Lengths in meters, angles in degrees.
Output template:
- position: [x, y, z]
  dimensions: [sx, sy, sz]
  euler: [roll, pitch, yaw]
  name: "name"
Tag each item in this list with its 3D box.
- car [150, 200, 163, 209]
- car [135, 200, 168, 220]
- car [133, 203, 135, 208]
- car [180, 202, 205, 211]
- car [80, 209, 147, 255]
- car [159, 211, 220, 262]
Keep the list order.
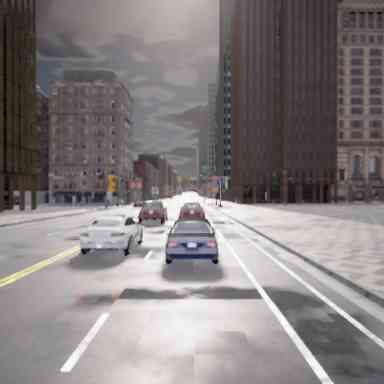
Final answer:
- position: [-6.529, 2.262, 61.189]
  dimensions: [1.812, 1.442, 4.674]
  euler: [0, -1, 0]
  name: "car"
- position: [-3.230, 1.662, 28.429]
  dimensions: [2.097, 1.767, 4.553]
  euler: [0, -1, 0]
  name: "car"
- position: [-9.765, 2.303, 62.524]
  dimensions: [2.033, 1.411, 5.357]
  euler: [0, -1, 1]
  name: "car"
- position: [0.020, 1.662, 28.430]
  dimensions: [2.097, 1.767, 4.553]
  euler: [0, -1, 0]
  name: "car"
- position: [-3.226, 1.668, 13.914]
  dimensions: [1.812, 1.442, 4.674]
  euler: [0, 0, 0]
  name: "car"
- position: [0.011, 1.676, 12.526]
  dimensions: [2.033, 1.411, 5.357]
  euler: [0, -1, 0]
  name: "car"
